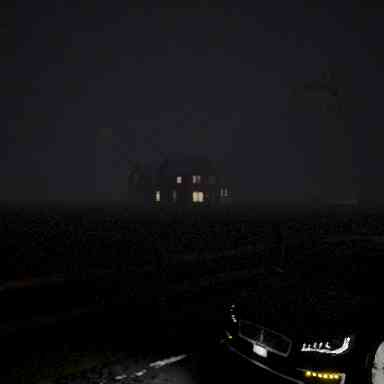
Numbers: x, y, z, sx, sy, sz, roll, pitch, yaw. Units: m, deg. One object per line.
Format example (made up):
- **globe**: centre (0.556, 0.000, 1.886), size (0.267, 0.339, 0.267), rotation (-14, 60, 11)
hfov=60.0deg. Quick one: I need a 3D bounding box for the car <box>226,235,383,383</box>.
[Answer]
- **car**: centre (2.656, 1.518, 5.235), size (4.892, 1.490, 1.837), rotation (0, 0, -39)
